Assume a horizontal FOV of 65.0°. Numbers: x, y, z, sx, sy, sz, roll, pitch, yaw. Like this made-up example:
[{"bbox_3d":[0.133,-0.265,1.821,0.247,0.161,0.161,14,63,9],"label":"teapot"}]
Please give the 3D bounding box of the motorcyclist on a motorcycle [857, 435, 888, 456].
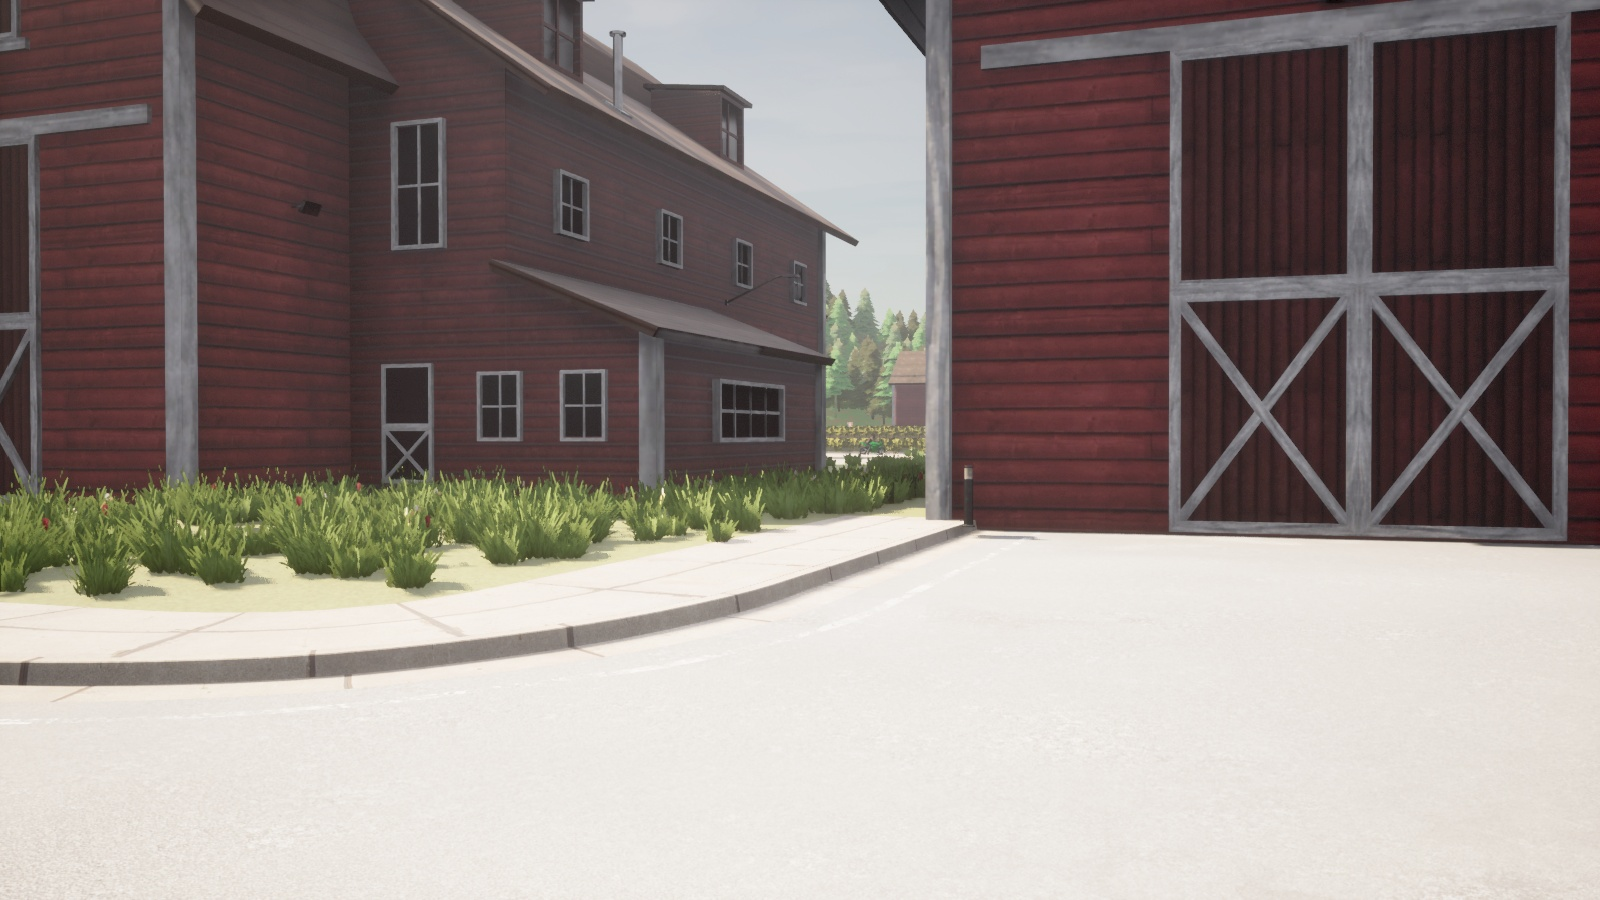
[{"bbox_3d":[5.278,-0.348,91.460,2.044,1.523,0.797,1,1,19],"label":"motorcyclist on a motorcycle"}]
